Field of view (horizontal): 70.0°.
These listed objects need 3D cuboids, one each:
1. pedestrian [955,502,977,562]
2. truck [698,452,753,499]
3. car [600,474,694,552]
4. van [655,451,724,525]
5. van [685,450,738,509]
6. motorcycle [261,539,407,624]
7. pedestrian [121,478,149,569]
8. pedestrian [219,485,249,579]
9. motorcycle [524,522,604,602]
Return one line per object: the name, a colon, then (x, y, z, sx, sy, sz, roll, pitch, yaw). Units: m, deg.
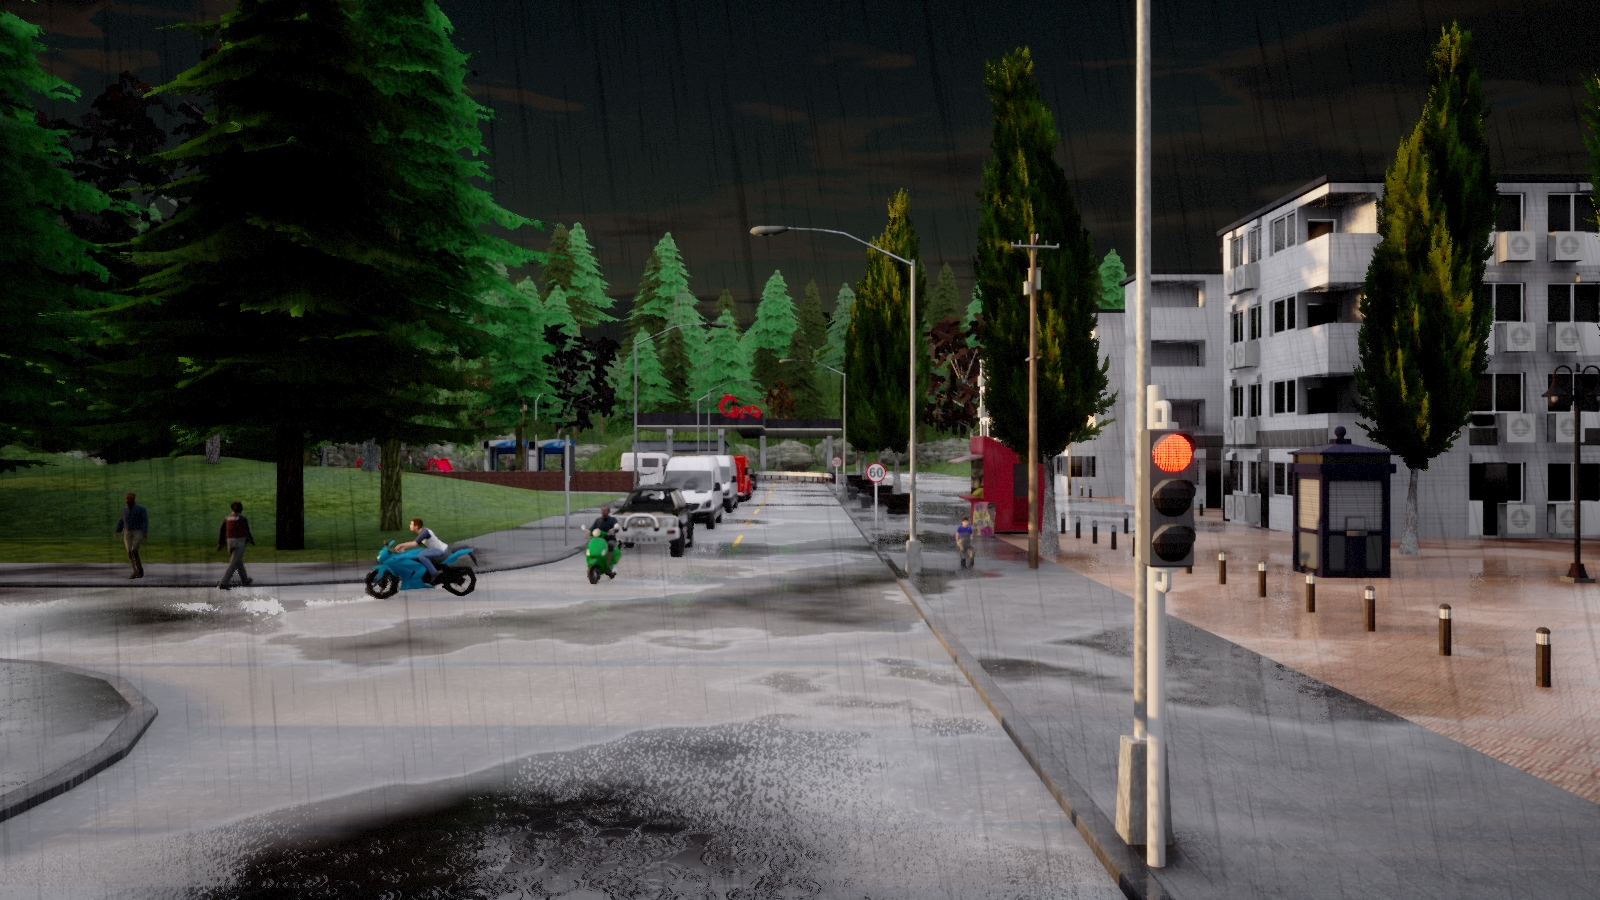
pedestrian: (3.682, 1.800, 25.279, 0.375, 1.300, 0.375, 0, 0, -12)
truck: (-3.990, 1.338, 62.072, 2.627, 2.467, 5.204, 0, 0, 0)
car: (-4.060, 1.638, 30.959, 1.932, 1.855, 4.605, 0, 0, 0)
van: (-4.013, 1.307, 42.390, 1.988, 2.561, 5.915, 0, 0, 0)
van: (-4.007, 1.306, 52.673, 1.988, 2.561, 5.915, 0, 0, 0)
motorcycle: (-7.143, 1.991, 17.582, 2.033, 1.145, 0.803, 0, 1, -21)
pedestrian: (-13.805, 1.520, 23.727, 0.375, 1.860, 0.375, 0, 0, -2)
pedestrian: (-11.272, 1.625, 22.754, 0.375, 1.860, 0.375, 0, 0, 9)
motorcycle: (-4.159, 1.958, 20.307, 0.856, 1.236, 1.805, 0, 0, 7)
